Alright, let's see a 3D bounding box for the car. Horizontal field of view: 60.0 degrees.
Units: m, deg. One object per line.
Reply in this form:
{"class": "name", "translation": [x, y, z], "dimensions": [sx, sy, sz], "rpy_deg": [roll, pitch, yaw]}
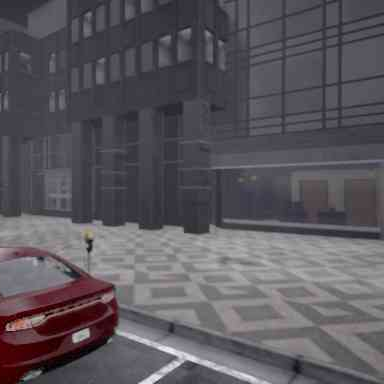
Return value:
{"class": "car", "translation": [-3.109, 1.533, 5.177], "dimensions": [4.507, 1.381, 1.887], "rpy_deg": [0, 0, 35]}
